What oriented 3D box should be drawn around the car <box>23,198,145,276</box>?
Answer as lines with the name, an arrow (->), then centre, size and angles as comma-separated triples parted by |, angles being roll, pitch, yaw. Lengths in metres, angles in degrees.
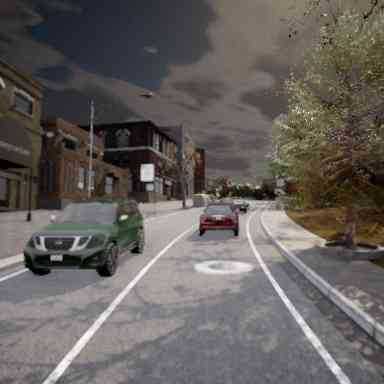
car -> -3.056, 1.255, 10.815 | 2.150, 2.045, 5.566 | 0, 0, 5

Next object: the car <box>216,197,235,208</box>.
car -> 5.293, 1.609, 51.415 | 2.128, 1.511, 4.902 | -1, 0, 15

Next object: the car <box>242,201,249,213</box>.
car -> 5.261, 1.630, 36.800 | 1.895, 1.301, 4.718 | -1, 0, 14

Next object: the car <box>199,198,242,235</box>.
car -> 1.658, 1.378, 19.240 | 2.097, 1.767, 4.553 | -1, 0, 8
